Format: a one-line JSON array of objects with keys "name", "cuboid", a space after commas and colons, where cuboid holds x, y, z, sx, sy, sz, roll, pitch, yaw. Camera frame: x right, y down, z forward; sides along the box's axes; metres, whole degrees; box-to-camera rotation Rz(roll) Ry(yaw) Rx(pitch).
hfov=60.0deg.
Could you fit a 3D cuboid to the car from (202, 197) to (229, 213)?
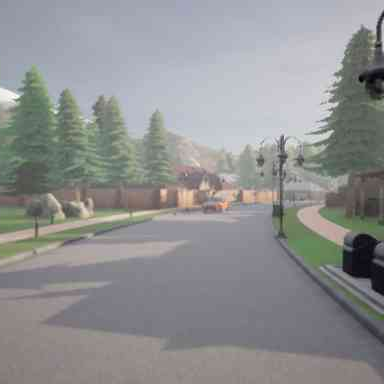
[{"name": "car", "cuboid": [2.579, 1.312, 35.928, 2.097, 1.767, 4.553, 0, 0, 19]}]
